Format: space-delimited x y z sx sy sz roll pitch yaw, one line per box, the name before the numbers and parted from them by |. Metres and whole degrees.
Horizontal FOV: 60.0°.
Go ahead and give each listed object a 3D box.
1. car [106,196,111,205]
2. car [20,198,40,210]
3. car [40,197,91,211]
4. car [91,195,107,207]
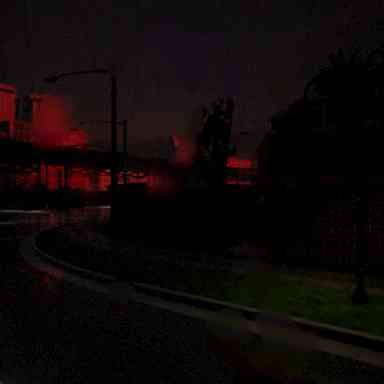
car | -9.036 1.291 47.337 2.033 1.411 5.357 0 1 37
car | -18.471 1.403 40.645 1.812 1.442 4.674 0 1 37
car | -14.903 1.364 39.560 1.837 1.490 4.892 0 1 37
car | -12.956 1.260 47.952 2.128 1.511 4.902 0 1 37
